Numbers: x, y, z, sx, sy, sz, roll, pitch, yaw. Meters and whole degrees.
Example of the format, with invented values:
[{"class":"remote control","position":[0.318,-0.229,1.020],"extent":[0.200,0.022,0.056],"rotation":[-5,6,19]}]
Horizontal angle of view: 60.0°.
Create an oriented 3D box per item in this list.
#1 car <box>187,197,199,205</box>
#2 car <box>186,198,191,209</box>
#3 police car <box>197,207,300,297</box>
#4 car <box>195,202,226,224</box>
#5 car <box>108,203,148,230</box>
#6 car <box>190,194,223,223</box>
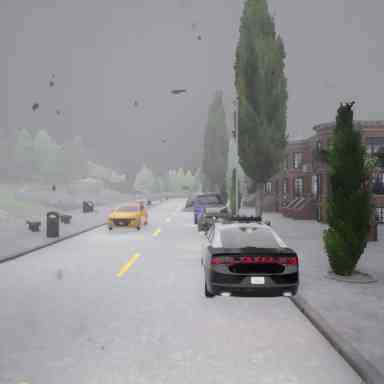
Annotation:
[{"class":"car","position":[0.129,1.564,58.911],"extent":[1.994,1.385,4.181],"rotation":[0,0,0]},{"class":"car","position":[0.118,1.601,46.176],"extent":[1.895,1.301,4.718],"rotation":[0,0,1]},{"class":"police car","position":[1.219,1.425,8.714],"extent":[1.930,1.638,5.238],"rotation":[0,0,0]},{"class":"car","position":[1.240,1.505,18.604],"extent":[1.837,1.490,4.892],"rotation":[0,0,0]},{"class":"car","position":[-3.954,1.477,21.139],"extent":[1.882,1.535,5.008],"rotation":[0,0,0]},{"class":"car","position":[1.193,1.174,24.634],"extent":[2.150,2.045,5.566],"rotation":[-3,0,0]}]
